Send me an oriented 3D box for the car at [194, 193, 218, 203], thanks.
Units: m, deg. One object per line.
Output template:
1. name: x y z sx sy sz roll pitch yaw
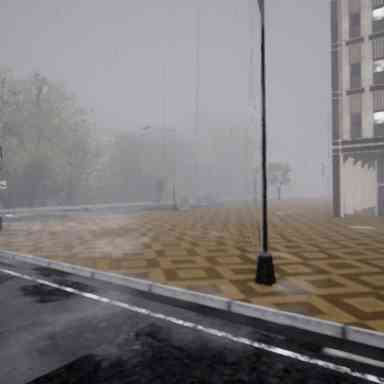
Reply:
1. car: 2.213 0.955 52.887 1.882 1.535 5.008 -1 0 36
